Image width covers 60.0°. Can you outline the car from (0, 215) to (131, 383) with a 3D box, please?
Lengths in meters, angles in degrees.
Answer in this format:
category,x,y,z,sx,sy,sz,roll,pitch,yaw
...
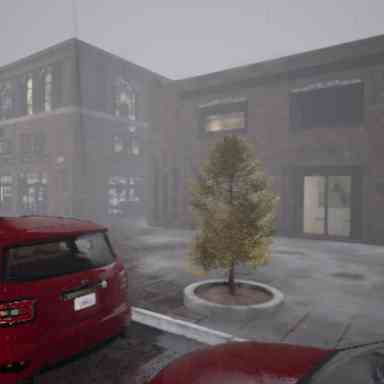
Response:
category,x,y,z,sx,sy,sz,roll,pitch,yaw
car,-3.132,1.288,5.092,5.009,1.841,2.192,0,1,36

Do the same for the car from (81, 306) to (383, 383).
category,x,y,z,sx,sy,sz,roll,pitch,yaw
car,1.491,1.584,1.799,4.206,1.307,1.802,0,1,36
